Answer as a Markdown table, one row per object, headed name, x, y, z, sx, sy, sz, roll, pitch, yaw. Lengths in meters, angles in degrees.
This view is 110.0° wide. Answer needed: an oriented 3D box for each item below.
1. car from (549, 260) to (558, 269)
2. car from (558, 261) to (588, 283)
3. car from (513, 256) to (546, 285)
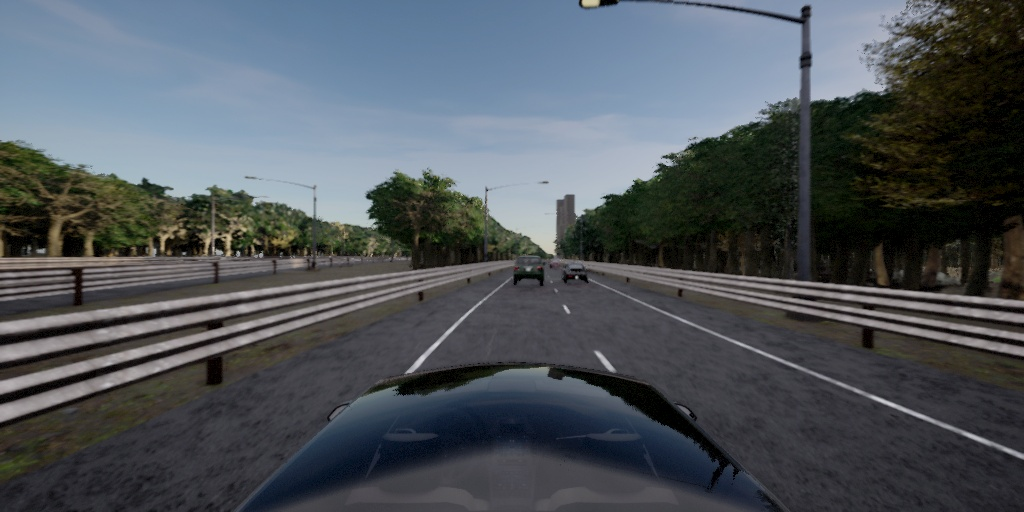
| name | x | y | z | sx | sy | sz | roll | pitch | yaw |
| --- | --- | --- | --- | --- | --- | --- | --- | --- | --- |
| car | 7.336 | 1.407 | 61.350 | 1.812 | 1.442 | 4.674 | 1 | 0 | 4 |
| car | 4.967 | 1.319 | 28.933 | 1.837 | 1.490 | 4.892 | 1 | 1 | 4 |
| car | 1.301 | 0.998 | 26.842 | 2.150 | 2.045 | 5.566 | 1 | 0 | 5 |
